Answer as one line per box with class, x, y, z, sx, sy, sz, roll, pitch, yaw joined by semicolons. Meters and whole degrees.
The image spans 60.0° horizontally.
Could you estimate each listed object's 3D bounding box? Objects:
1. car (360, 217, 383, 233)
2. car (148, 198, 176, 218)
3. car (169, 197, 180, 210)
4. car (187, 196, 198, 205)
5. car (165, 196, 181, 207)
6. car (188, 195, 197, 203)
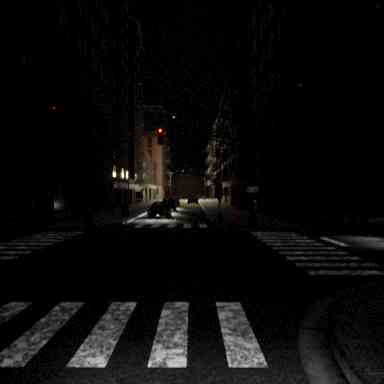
car;11.649;1.548;17.812;4.829;1.417;1.752;0;0;0
car;-2.819;1.532;30.127;2.033;1.411;5.357;0;0;0
car;-2.808;1.468;39.949;2.128;1.511;4.902;0;0;0
car;0.149;1.433;59.774;1.882;1.535;5.008;0;0;0
car;-2.801;1.458;50.150;2.128;1.511;4.902;0;0;0
car;0.159;1.467;69.917;1.812;1.442;4.674;0;0;0
